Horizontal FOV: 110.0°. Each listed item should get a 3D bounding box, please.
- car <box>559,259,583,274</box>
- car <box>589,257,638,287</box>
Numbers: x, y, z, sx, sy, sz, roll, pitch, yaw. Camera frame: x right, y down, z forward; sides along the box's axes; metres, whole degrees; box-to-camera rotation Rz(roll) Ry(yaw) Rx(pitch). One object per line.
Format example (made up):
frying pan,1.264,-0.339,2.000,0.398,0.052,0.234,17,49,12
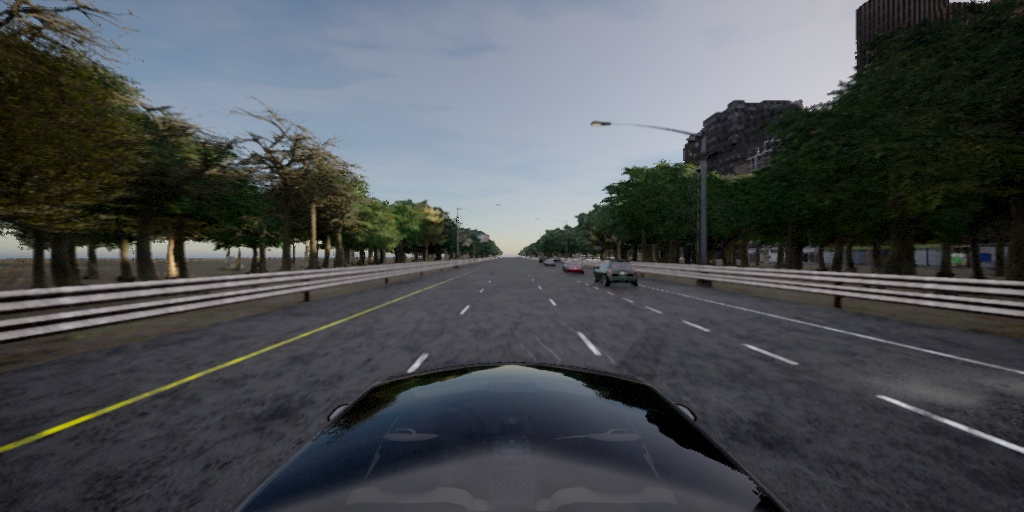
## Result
car,7.037,1.325,41.956,1.994,1.385,4.181,0,0,0
car,7.017,1.110,24.900,2.097,1.767,4.553,0,0,0
